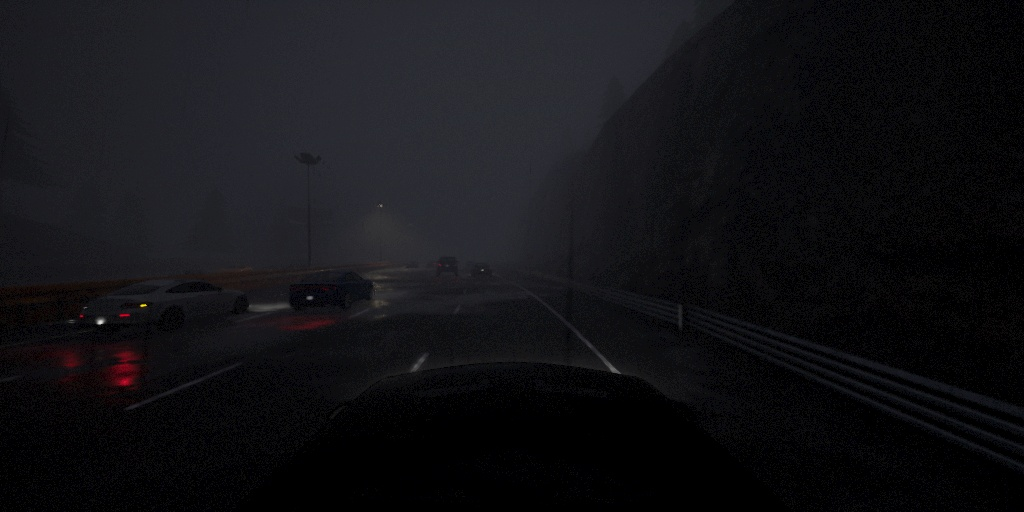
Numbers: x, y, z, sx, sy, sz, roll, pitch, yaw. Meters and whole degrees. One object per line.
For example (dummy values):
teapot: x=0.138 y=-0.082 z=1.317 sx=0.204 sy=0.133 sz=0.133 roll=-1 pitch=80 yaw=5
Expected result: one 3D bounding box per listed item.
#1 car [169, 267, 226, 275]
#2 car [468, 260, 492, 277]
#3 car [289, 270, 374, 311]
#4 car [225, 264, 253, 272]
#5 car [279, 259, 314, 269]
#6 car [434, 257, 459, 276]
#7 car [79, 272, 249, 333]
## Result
car: x=-22.859 y=1.671 z=25.333 sx=1.994 sy=1.385 sz=4.181 roll=-1 pitch=0 yaw=-8
car: x=-3.188 y=1.371 z=37.079 sx=1.994 sy=1.385 sz=4.181 roll=-1 pitch=0 yaw=-9
car: x=-7.428 y=1.345 z=15.272 sx=1.882 sy=1.535 sz=5.008 roll=0 pitch=0 yaw=-5
car: x=-32.451 y=1.735 z=41.826 sx=1.882 sy=1.535 sz=5.008 roll=-1 pitch=0 yaw=-8
car: x=-30.242 y=1.451 z=51.007 sx=2.150 sy=2.045 sz=5.566 roll=-1 pitch=0 yaw=-8
car: x=-6.961 y=1.087 z=38.864 sx=2.150 sy=2.045 sz=5.566 roll=-1 pitch=0 yaw=-9
car: x=-10.661 y=1.442 z=11.466 sx=1.812 sy=1.442 sz=4.674 roll=-1 pitch=0 yaw=-4
